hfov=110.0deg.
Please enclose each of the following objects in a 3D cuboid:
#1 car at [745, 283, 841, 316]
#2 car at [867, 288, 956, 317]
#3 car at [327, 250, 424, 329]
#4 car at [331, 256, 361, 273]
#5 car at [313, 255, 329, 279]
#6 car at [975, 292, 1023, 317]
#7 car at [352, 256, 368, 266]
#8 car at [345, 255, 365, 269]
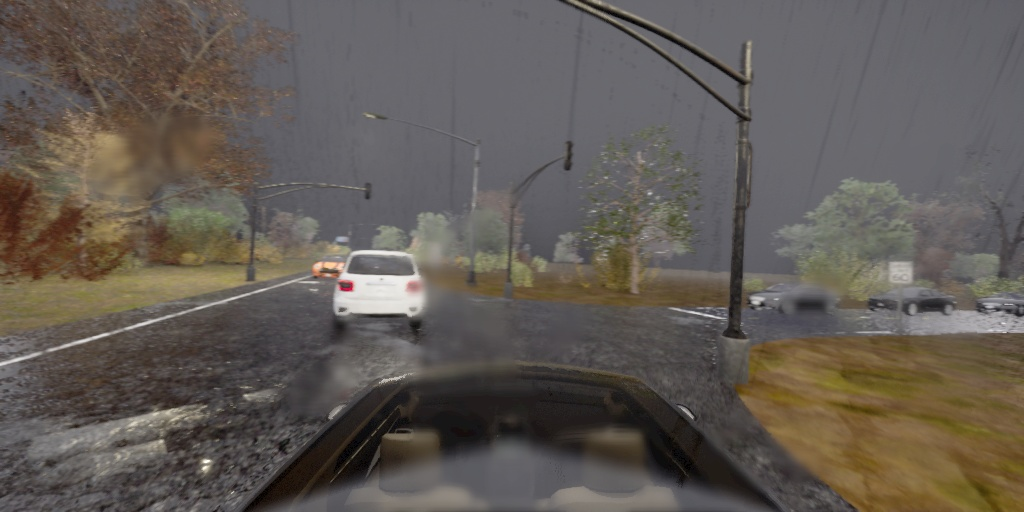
[{"bbox_3d":[14.245,2.132,18.197,4.902,1.511,2.128,3,-1,-17],"label":"car"},{"bbox_3d":[23.213,2.597,20.855,5.008,1.535,1.882,3,-1,-15],"label":"car"},{"bbox_3d":[-3.945,0.873,10.983,2.150,2.045,5.566,3,-1,-19],"label":"car"},{"bbox_3d":[-16.142,0.789,35.147,2.128,1.511,4.902,3,-1,-19],"label":"car"},{"bbox_3d":[-13.031,0.710,26.218,2.097,1.767,4.553,3,-1,-20],"label":"car"},{"bbox_3d":[32.930,3.128,23.488,4.902,1.511,2.128,3,-1,-14],"label":"car"},{"bbox_3d":[-22.812,0.765,53.940,1.895,1.301,4.718,3,-1,-20],"label":"car"},{"bbox_3d":[-19.428,0.738,44.549,1.837,1.490,4.892,3,-1,-20],"label":"car"}]
